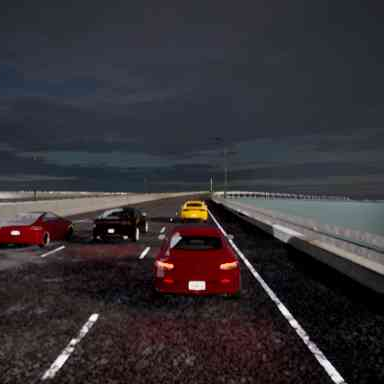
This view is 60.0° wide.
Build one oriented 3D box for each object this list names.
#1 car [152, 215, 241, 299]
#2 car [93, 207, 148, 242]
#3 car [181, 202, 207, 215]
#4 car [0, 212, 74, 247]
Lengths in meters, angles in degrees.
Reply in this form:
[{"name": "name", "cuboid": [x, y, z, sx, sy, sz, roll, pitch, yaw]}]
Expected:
[{"name": "car", "cuboid": [0.101, 1.526, 8.314, 1.812, 1.442, 4.674, 0, 0, 0]}, {"name": "car", "cuboid": [-3.377, 1.478, 16.396, 1.882, 1.535, 5.008, 0, 0, 0]}, {"name": "car", "cuboid": [0.175, 1.477, 25.890, 1.882, 1.535, 5.008, 0, 0, 0]}, {"name": "car", "cuboid": [-6.882, 1.564, 14.958, 1.994, 1.385, 4.181, 0, 0, 0]}]
